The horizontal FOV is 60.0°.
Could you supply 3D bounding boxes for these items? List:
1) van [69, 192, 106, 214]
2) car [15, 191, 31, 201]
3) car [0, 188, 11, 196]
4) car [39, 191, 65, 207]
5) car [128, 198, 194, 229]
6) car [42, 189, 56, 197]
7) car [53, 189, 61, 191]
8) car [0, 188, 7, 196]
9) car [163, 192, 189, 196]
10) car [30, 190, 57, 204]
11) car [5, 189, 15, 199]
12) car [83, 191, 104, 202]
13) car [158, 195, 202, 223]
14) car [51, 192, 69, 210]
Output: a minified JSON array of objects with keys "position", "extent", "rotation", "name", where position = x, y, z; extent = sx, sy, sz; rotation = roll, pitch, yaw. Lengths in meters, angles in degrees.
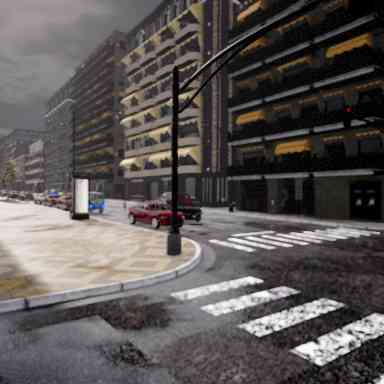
[{"position":[-8.792,0.887,28.398],"extent":[1.690,1.788,3.998],"rotation":[2,0,-36],"name":"van"},{"position":[-25.426,0.547,51.274],"extent":[1.967,1.590,4.097],"rotation":[2,0,-36],"name":"car"},{"position":[-42.054,-0.017,74.151],"extent":[2.192,1.841,5.009],"rotation":[2,0,-36],"name":"car"},{"position":[-15.450,0.915,37.549],"extent":[1.887,1.381,4.507],"rotation":[2,0,-36],"name":"car"},{"position":[-2.146,1.267,19.248],"extent":[1.887,1.381,4.507],"rotation":[2,0,-36],"name":"car"},{"position":[-31.959,0.283,74.510],"extent":[1.967,1.590,4.097],"rotation":[2,0,-36],"name":"car"},{"position":[-25.409,0.541,65.497],"extent":[1.752,1.417,4.829],"rotation":[2,0,-36],"name":"car"},{"position":[-38.735,0.307,69.575],"extent":[2.008,1.369,4.403],"rotation":[2,0,-36],"name":"car"},{"position":[-2.018,0.948,33.332],"extent":[2.192,1.841,5.009],"rotation":[2,0,-36],"name":"car"},{"position":[-18.677,0.810,41.987],"extent":[1.752,1.417,4.829],"rotation":[2,0,-36],"name":"car"},{"position":[-32.082,0.476,60.425],"extent":[1.887,1.381,4.507],"rotation":[2,0,-36],"name":"car"},{"position":[-15.327,0.722,51.633],"extent":[1.967,1.590,4.097],"rotation":[2,0,-36],"name":"car"},{"position":[-1.312,1.193,22.487],"extent":[1.882,1.535,5.008],"rotation":[1,1,-36],"name":"car"},{"position":[-12.124,1.003,32.974],"extent":[1.887,1.381,4.507],"rotation":[2,0,-36],"name":"car"}]
